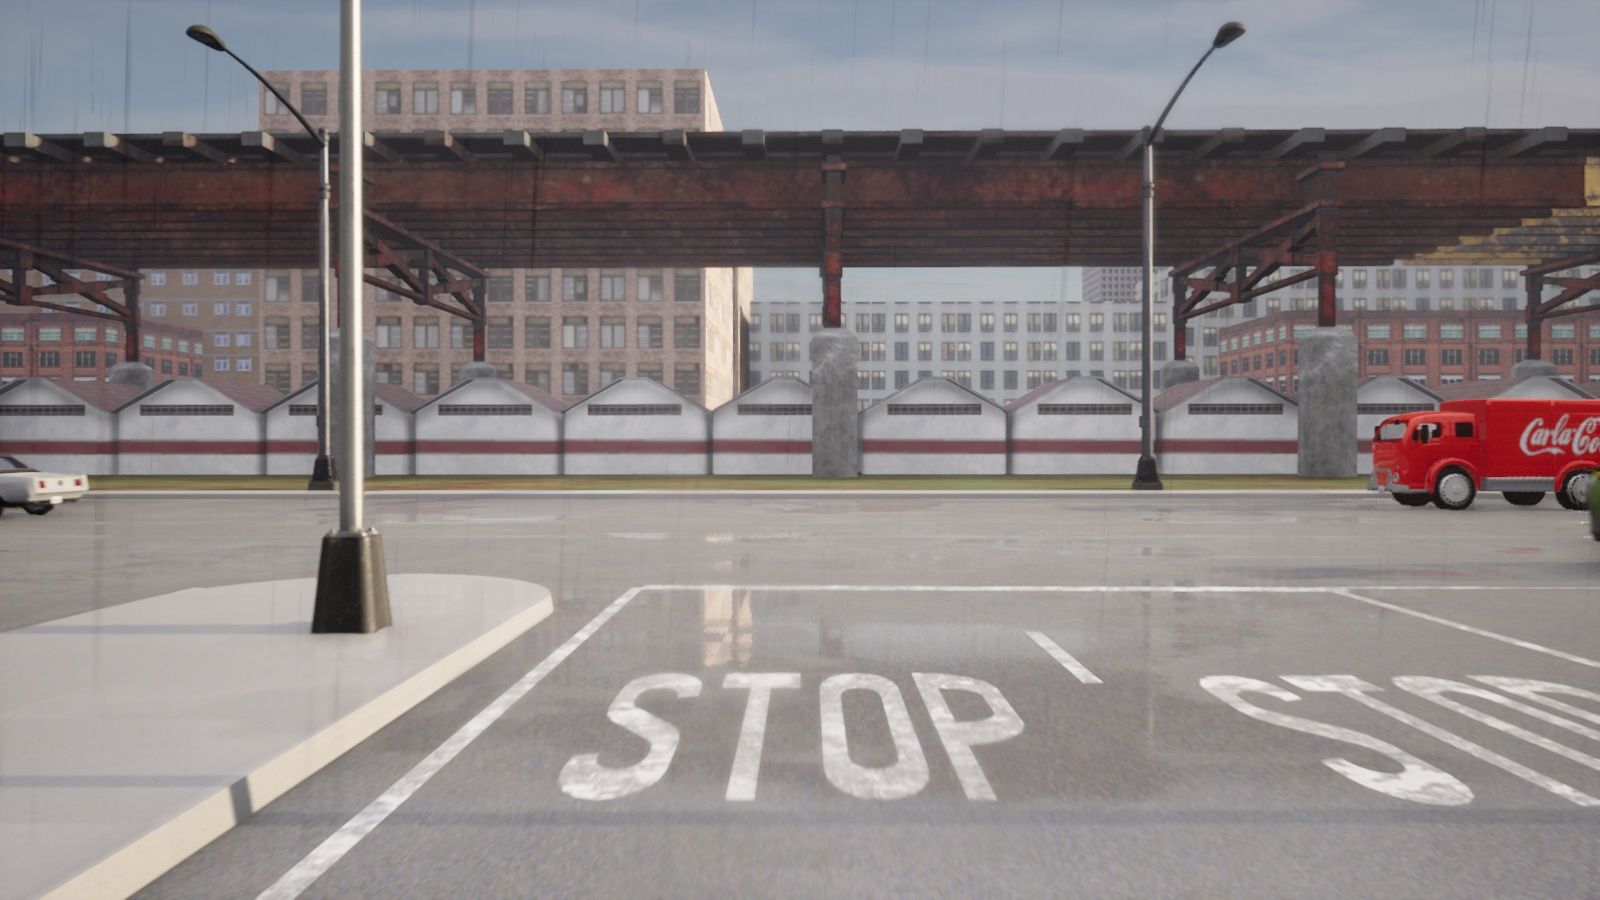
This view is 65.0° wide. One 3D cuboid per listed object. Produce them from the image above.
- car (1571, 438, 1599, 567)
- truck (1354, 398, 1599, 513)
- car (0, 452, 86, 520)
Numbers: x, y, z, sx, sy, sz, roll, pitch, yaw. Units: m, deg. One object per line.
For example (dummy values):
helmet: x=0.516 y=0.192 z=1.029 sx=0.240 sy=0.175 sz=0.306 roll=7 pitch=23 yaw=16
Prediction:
car: x=11.734 y=0.621 z=14.463 sx=4.514 sy=1.525 sz=2.007 roll=0 pitch=0 yaw=-3
truck: x=15.708 y=0.112 z=28.374 sx=5.204 sy=2.467 sz=2.627 roll=0 pitch=0 yaw=1
car: x=-17.220 y=0.691 z=25.190 sx=4.718 sy=1.301 sz=1.895 roll=0 pitch=0 yaw=1
